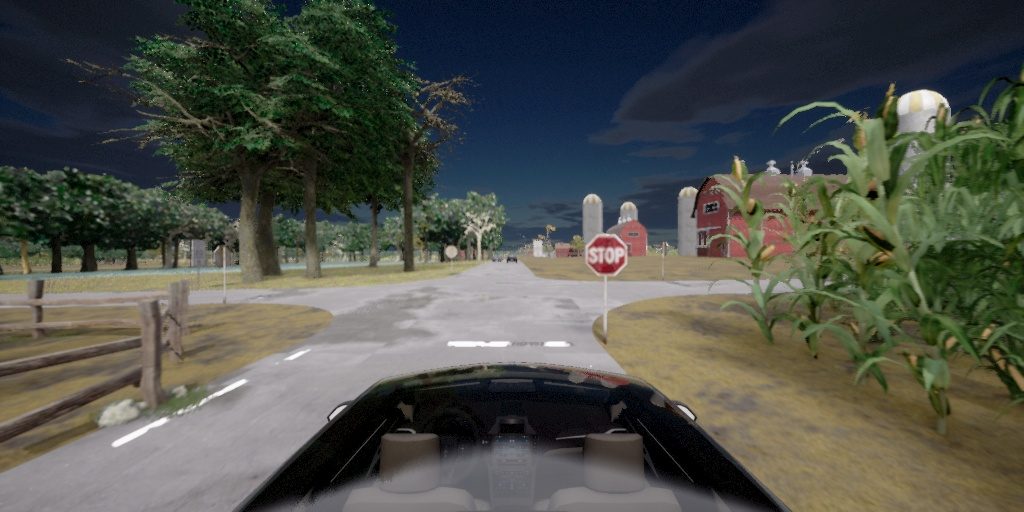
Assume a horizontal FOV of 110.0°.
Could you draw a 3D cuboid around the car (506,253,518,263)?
[{"bbox_3d":[-0.007,0.450,63.370,1.882,1.535,5.008,0,0,0],"label":"car"}]
